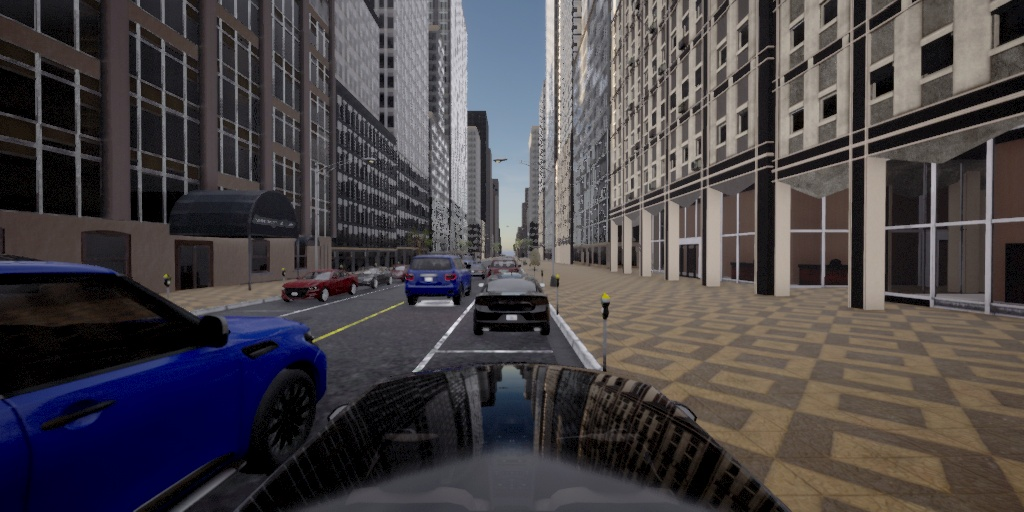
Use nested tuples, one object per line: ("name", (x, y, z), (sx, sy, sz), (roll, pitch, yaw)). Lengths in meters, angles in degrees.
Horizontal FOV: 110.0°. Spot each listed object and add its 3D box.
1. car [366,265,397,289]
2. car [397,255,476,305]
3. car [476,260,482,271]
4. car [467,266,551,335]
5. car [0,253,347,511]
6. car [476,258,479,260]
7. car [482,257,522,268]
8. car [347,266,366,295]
("car", (-8.838, 1.296, 22.523), (2.007, 1.370, 4.403), (0, 0, 0))
("car", (-3.146, 0.964, 16.244), (2.150, 2.045, 5.566), (0, 0, 0))
("car", (-3.145, 1.292, 31.218), (2.033, 1.411, 5.357), (0, 0, 0))
("car", (-0.006, 1.226, 10.502), (1.882, 1.535, 5.008), (0, 0, 0))
("car", (-3.146, 0.973, 1.645), (2.150, 2.045, 5.566), (0, 0, 0))
("car", (-6.147, 0.947, 48.921), (2.150, 2.045, 5.566), (0, 0, 0))
("car", (-0.457, 1.061, 22.523), (2.192, 1.841, 5.009), (0, 0, 0))
("car", (-8.837, 1.292, 16.839), (1.888, 1.381, 4.507), (0, 0, 0))
